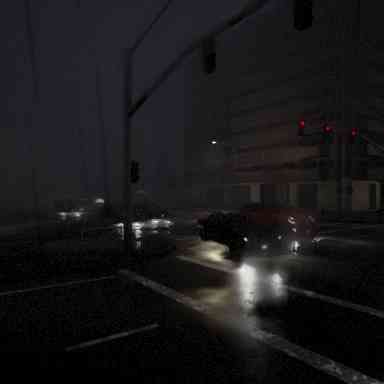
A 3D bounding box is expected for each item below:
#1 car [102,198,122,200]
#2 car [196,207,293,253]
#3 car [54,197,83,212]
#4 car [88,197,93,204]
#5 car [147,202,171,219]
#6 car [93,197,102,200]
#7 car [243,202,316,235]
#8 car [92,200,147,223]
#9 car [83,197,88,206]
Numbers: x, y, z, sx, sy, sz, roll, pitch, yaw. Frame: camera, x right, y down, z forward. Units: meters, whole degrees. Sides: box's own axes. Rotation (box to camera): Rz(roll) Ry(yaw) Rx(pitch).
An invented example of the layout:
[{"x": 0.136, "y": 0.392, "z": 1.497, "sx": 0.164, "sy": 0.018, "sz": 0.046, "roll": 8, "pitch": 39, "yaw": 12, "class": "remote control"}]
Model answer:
[{"x": -12.714, "y": 1.656, "z": 54.812, "sx": 1.895, "sy": 1.301, "sz": 4.718, "roll": 0, "pitch": 0, "yaw": -36, "class": "car"}, {"x": 1.769, "y": 1.585, "z": 14.330, "sx": 2.033, "sy": 1.411, "sz": 5.357, "roll": 0, "pitch": 0, "yaw": -18, "class": "car"}, {"x": -14.968, "y": 1.533, "z": 39.538, "sx": 1.882, "sy": 1.535, "sz": 5.008, "roll": 0, "pitch": 0, "yaw": -35, "class": "car"}, {"x": -19.939, "y": 1.547, "z": 58.931, "sx": 2.128, "sy": 1.511, "sz": 4.902, "roll": 0, "pitch": 0, "yaw": -35, "class": "car"}, {"x": -3.994, "y": 1.603, "z": 30.121, "sx": 2.033, "sy": 1.411, "sz": 5.357, "roll": 0, "pitch": 0, "yaw": -35, "class": "car"}, {"x": -17.988, "y": 1.581, "z": 62.237, "sx": 1.812, "sy": 1.442, "sz": 4.674, "roll": 0, "pitch": 0, "yaw": -34, "class": "car"}, {"x": 4.446, "y": 1.397, "z": 18.252, "sx": 2.097, "sy": 1.767, "sz": 4.553, "roll": 0, "pitch": 0, "yaw": -35, "class": "car"}, {"x": -5.993, "y": 1.603, "z": 26.890, "sx": 2.033, "sy": 1.411, "sz": 5.357, "roll": 0, "pitch": 0, "yaw": -35, "class": "car"}, {"x": -17.713, "y": 1.603, "z": 49.523, "sx": 2.033, "sy": 1.411, "sz": 5.357, "roll": 0, "pitch": 0, "yaw": -35, "class": "car"}]
